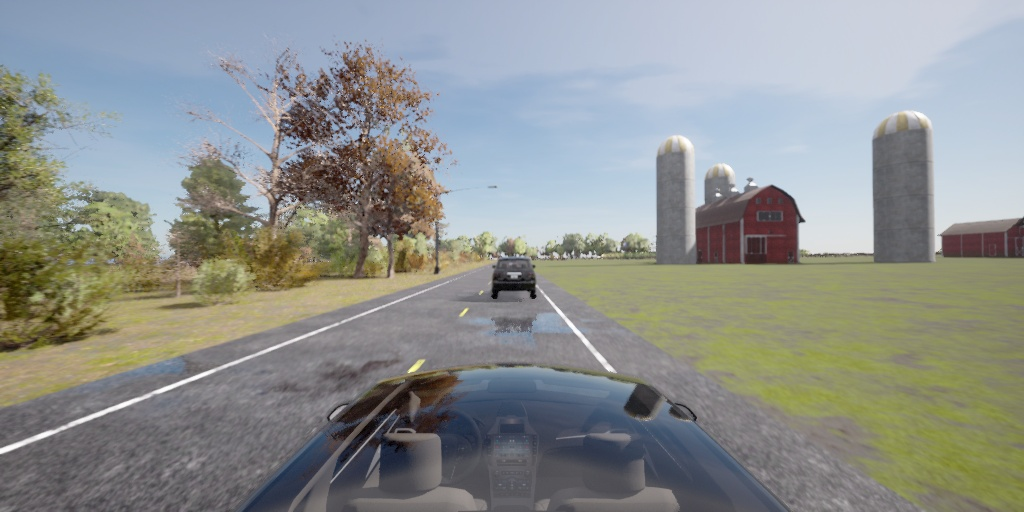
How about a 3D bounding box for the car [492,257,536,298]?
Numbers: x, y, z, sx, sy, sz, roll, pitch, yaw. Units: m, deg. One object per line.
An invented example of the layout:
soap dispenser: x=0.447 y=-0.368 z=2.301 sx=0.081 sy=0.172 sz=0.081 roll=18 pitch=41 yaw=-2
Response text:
car: x=0.098 y=1.062 z=19.262 sx=2.150 sy=2.045 sz=5.566 roll=0 pitch=0 yaw=0
